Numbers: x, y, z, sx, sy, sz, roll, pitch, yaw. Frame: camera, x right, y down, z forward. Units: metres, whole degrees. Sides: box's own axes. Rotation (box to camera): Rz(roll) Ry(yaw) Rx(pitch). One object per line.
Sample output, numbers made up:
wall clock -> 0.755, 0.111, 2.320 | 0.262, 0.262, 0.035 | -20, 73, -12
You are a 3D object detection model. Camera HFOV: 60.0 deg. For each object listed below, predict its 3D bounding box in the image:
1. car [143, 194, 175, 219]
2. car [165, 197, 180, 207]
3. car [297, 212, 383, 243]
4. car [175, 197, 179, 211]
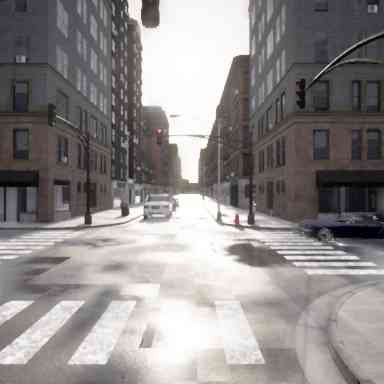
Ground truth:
car -> -2.901, 1.208, 29.214 | 2.150, 2.045, 5.566 | 0, 0, 0
car -> -2.936, 1.514, 51.913 | 2.033, 1.411, 5.357 | 0, 0, 0
car -> 7.430, 1.611, 15.502 | 4.718, 1.301, 1.895 | 0, 0, 2
car -> -2.914, 1.331, 39.479 | 2.097, 1.767, 4.553 | 0, 0, 0
